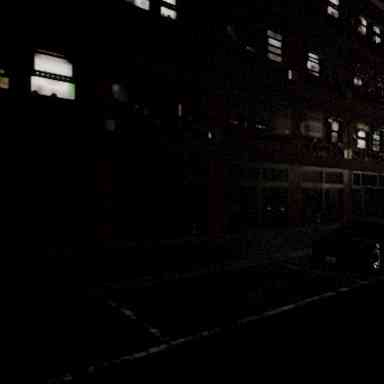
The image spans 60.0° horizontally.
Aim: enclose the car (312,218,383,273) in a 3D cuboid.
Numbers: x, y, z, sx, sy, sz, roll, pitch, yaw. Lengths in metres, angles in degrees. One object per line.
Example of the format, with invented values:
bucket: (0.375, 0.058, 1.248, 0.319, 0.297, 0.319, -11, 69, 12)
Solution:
car: (5.673, 1.520, 10.592, 4.313, 1.339, 1.947, 0, 1, -35)
